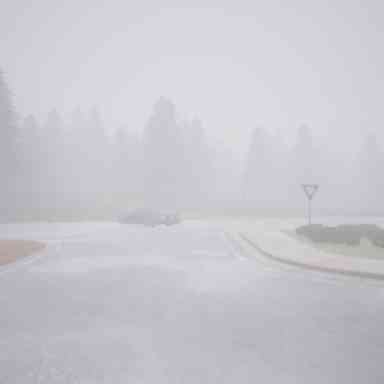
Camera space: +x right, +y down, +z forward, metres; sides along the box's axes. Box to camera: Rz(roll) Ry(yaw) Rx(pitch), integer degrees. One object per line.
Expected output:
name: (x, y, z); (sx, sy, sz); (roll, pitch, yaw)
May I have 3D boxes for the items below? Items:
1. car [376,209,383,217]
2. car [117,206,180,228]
car: (21.714, 1.939, 34.190); (5.357, 1.411, 2.033); (0, 0, -17)
car: (-3.172, 1.735, 23.665); (5.357, 1.411, 2.033); (-1, -1, 45)
